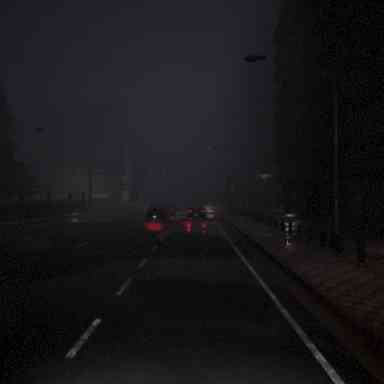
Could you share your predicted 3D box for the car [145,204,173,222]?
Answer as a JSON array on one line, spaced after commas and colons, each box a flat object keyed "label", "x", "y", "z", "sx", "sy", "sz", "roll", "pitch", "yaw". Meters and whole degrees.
[{"label": "car", "x": -3.123, "y": 1.896, "z": 30.548, "sx": 1.837, "sy": 1.490, "sz": 4.892, "roll": 0, "pitch": -1, "yaw": 1}]

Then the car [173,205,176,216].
[{"label": "car", "x": -3.037, "y": 2.070, "z": 39.458, "sx": 1.994, "sy": 1.385, "sz": 4.181, "roll": 0, "pitch": -1, "yaw": 1}]

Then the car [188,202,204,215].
[{"label": "car", "x": 0.480, "y": 2.058, "z": 41.379, "sx": 1.812, "sy": 1.442, "sz": 4.674, "roll": 0, "pitch": -1, "yaw": 1}]

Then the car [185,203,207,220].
[{"label": "car", "x": 0.399, "y": 1.945, "z": 32.530, "sx": 1.812, "sy": 1.442, "sz": 4.674, "roll": 0, "pitch": -1, "yaw": 1}]
